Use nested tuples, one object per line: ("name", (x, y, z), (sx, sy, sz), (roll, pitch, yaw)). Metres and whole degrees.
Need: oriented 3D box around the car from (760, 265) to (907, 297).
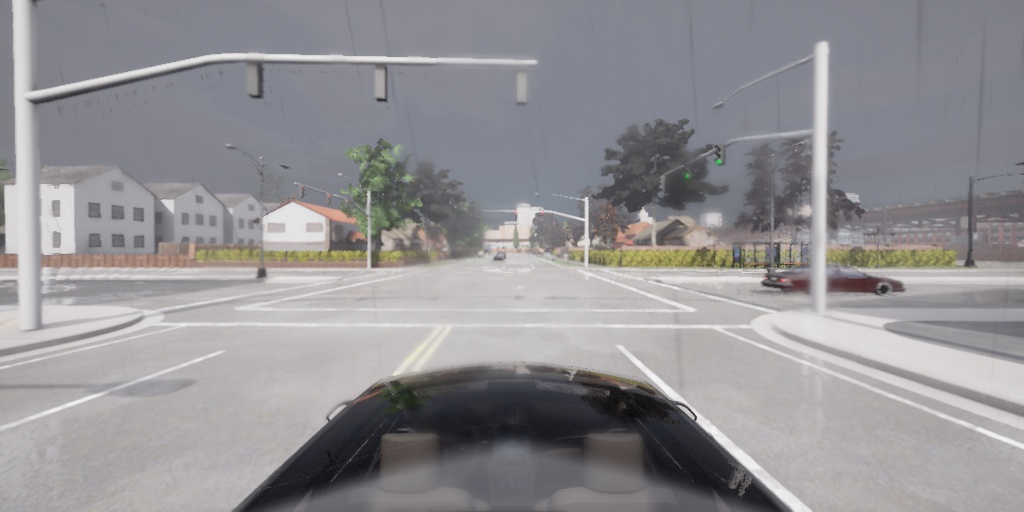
("car", (14.532, 1.102, 16.453), (5.357, 1.411, 2.033), (0, 1, 1))
